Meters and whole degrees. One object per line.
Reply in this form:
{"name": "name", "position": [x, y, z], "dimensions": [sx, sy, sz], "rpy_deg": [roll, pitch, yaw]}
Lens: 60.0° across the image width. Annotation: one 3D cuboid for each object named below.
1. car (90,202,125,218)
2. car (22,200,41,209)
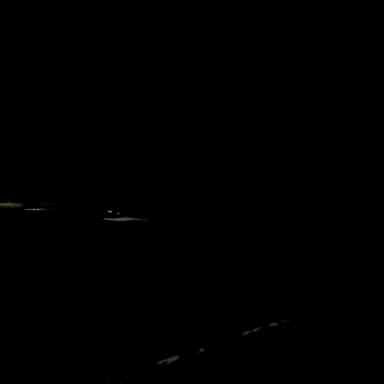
{"name": "car", "position": [-8.369, 1.734, 32.582], "dimensions": [1.837, 1.490, 4.892], "rpy_deg": [0, 0, -40]}
{"name": "car", "position": [-25.407, 1.889, 52.606], "dimensions": [1.994, 1.385, 4.181], "rpy_deg": [0, -1, -40]}
